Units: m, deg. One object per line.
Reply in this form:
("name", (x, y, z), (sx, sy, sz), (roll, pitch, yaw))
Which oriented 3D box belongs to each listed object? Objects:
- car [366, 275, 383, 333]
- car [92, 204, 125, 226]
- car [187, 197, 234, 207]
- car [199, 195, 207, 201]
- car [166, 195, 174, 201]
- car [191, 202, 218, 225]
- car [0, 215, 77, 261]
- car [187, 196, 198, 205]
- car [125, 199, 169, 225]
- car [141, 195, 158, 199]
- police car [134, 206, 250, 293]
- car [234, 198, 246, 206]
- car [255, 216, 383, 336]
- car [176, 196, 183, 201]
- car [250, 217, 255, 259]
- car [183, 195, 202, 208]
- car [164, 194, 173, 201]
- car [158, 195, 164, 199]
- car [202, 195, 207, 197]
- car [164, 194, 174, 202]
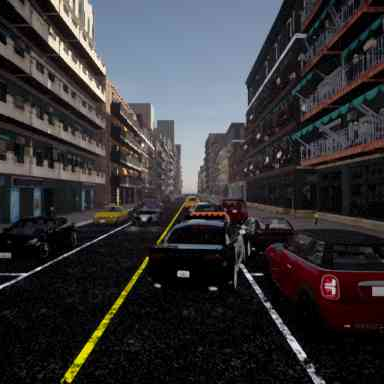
("car", (2.693, 1.545, 1.038), (1.887, 1.381, 4.507), (0, 0, 0))
("car", (-5.658, 1.523, 23.428), (1.752, 1.417, 4.829), (0, 0, 0))
("car", (0.924, 1.349, 18.781), (2.097, 1.767, 4.553), (0, 0, 0))
("car", (2.803, 1.517, 85.584), (1.887, 1.381, 4.507), (0, 0, 0))
("car", (-5.577, 1.517, 85.599), (1.887, 1.381, 4.507), (0, 0, 0))
("car", (0.856, 1.523, 24.803), (1.812, 1.442, 4.674), (0, 0, 0))
("car", (-5.673, 1.565, 12.324), (1.947, 1.339, 4.313), (0, 0, 0))
("car", (0.078, 1.463, 60.189), (1.882, 1.535, 5.008), (0, 0, 0))
("car", (-3.069, 1.489, 23.890), (2.128, 1.511, 4.902), (0, 0, 0))
("car", (-5.636, 1.432, 40.508), (1.967, 1.590, 4.097), (0, 0, 0))
("police car", (0.400, 1.421, 9.148), (1.930, 1.638, 5.238), (-1, 0, 13))
("car", (2.724, 1.312, 23.584), (2.192, 1.841, 5.009), (0, 0, 0))
("car", (2.701, 1.440, 6.675), (1.967, 1.590, 4.097), (0, 0, 0))
("car", (-2.891, 1.574, 83.444), (1.895, 1.301, 4.718), (0, 0, 0))
("car", (2.708, 1.550, 12.310), (2.008, 1.369, 4.403), (0, 0, 0))
("car", (0.064, 1.468, 45.559), (1.882, 1.535, 5.008), (0, 0, 0))
("car", (-5.584, 1.415, 79.962), (1.967, 1.590, 4.097), (0, 0, 0))
("car", (-5.628, 1.305, 46.145), (2.192, 1.841, 5.009), (0, 0, 0))
("car", (2.789, 1.503, 74.481), (1.752, 1.417, 4.829), (0, 0, 0))
("car", (-5.591, 1.293, 74.326), (2.192, 1.841, 5.009), (0, 0, 0))
